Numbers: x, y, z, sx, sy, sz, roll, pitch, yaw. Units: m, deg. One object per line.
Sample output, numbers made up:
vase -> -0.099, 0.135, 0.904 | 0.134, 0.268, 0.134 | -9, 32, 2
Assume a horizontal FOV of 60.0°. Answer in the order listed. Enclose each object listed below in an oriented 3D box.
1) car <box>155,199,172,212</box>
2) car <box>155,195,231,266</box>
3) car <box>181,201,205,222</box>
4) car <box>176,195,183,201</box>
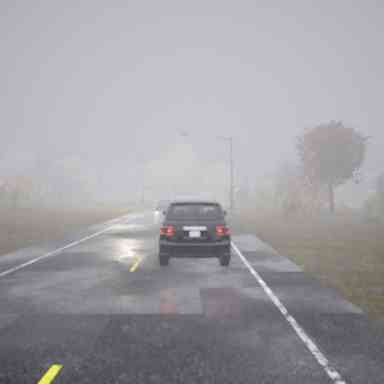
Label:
car -> -3.587, 1.642, 42.482 | 1.837, 1.490, 4.892 | 0, 0, 0
car -> 0.087, 1.256, 11.764 | 2.150, 2.045, 5.566 | 0, 0, 0
car -> 0.089, 1.592, 27.952 | 1.837, 1.490, 4.892 | 0, 0, 0
car -> -3.449, 1.672, 91.827 | 1.882, 1.535, 5.008 | 0, 0, 0
